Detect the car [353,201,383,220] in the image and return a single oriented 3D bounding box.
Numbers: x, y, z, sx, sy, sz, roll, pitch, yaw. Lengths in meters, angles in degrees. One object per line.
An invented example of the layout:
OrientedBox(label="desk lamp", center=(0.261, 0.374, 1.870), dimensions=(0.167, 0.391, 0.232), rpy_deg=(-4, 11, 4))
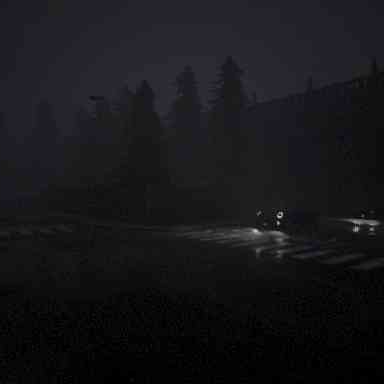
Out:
OrientedBox(label="car", center=(15.680, 1.505, 28.019), dimensions=(5.357, 1.411, 2.033), rpy_deg=(0, 0, -37))

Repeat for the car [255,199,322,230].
OrientedBox(label="car", center=(6.037, 1.307, 20.719), dimensions=(4.553, 1.767, 2.097), rpy_deg=(0, 0, -37))
